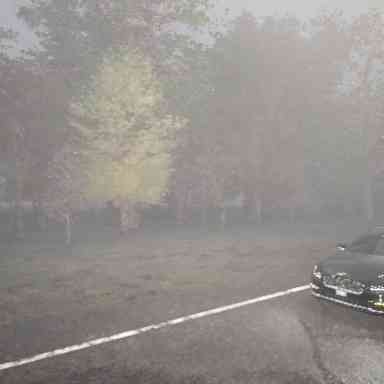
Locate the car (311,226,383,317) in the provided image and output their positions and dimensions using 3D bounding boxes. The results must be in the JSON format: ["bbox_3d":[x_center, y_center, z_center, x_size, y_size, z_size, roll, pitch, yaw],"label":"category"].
[{"bbox_3d":[4.611,1.540,7.285,4.892,1.490,1.837,0,0,-36],"label":"car"}]
